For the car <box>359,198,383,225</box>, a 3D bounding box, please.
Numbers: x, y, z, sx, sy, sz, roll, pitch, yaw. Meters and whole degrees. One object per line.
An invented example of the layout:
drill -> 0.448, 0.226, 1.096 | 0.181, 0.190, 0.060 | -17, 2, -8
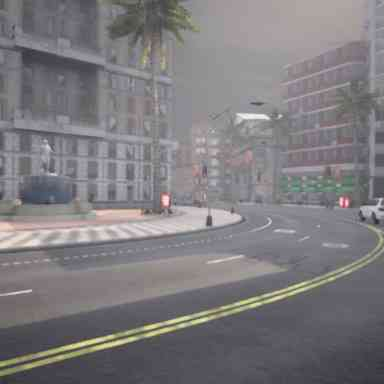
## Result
car -> 15.345, 1.490, 26.913 | 2.150, 2.045, 5.566 | 0, 0, 11

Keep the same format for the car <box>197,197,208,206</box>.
car -> 1.231, 1.754, 65.189 | 2.097, 1.767, 4.553 | 1, 0, -35

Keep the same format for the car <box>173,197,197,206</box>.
car -> -1.631, 1.972, 63.171 | 1.895, 1.301, 4.718 | 1, 0, -35
